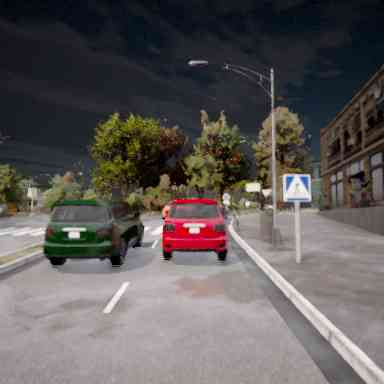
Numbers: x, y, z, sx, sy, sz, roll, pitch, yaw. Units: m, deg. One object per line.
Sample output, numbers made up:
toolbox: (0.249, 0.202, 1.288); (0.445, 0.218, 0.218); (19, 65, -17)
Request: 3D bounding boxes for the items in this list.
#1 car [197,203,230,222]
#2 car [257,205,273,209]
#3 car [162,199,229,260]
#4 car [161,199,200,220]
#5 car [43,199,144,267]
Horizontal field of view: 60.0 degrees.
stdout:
car: (1.854, 1.626, 27.588); (1.994, 1.385, 4.181); (-1, -1, 14)
car: (19.003, 3.970, 85.689); (4.674, 1.442, 1.812); (-3, -5, 37)
car: (0.123, 1.264, 12.815); (2.150, 2.045, 5.566); (0, 0, 1)
car: (-0.938, 1.518, 29.527); (2.097, 1.767, 4.553); (-1, -2, 17)
car: (-3.159, 1.264, 11.773); (2.150, 2.045, 5.566); (0, 0, 1)
